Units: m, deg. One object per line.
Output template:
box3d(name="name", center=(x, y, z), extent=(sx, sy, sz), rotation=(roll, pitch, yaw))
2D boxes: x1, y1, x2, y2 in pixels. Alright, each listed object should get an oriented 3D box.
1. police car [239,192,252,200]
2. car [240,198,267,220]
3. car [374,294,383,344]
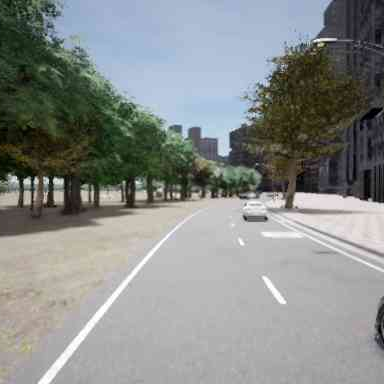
box3d(name="police car", center=(13.683, 1.250, 87.459), extent=(1.930, 1.638, 5.238), rotation=(0, 0, 19))
box3d(name="car", center=(5.127, 1.468, 27.511), extent=(1.812, 1.442, 4.674), rotation=(0, 0, 6))
box3d(name="car", center=(3.663, 1.566, 3.208), extent=(1.994, 1.385, 4.181), rotation=(0, 0, 1))
